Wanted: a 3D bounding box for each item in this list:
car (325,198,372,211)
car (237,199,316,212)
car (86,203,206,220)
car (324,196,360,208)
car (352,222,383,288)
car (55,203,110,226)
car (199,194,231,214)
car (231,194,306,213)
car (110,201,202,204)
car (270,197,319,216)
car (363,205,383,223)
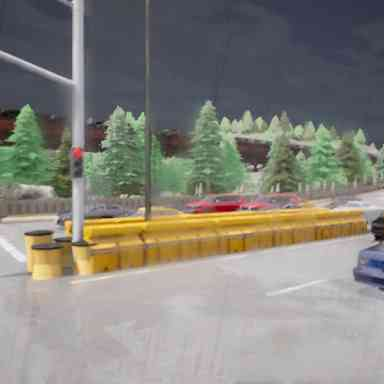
[{"bbox_3d":[12.815,1.454,26.004,4.674,1.442,1.812,-1,0,-35],"label":"car"},{"bbox_3d":[5.508,1.454,20.813,4.902,1.511,2.128,0,0,-35],"label":"car"},{"bbox_3d":[-2.005,1.461,15.426,5.008,1.535,1.882,0,0,-36],"label":"car"},{"bbox_3d":[14.212,1.413,31.273,4.181,1.385,1.994,-2,1,-36],"label":"car"},{"bbox_3d":[6.032,1.526,8.050,5.357,1.411,2.033,0,0,-36],"label":"car"},{"bbox_3d":[-6.073,1.474,21.155,4.902,1.511,2.128,0,0,-36],"label":"car"},{"bbox_3d":[1.968,1.182,26.875,5.566,2.045,2.150,0,0,-36],"label":"car"},{"bbox_3d":[5.989,1.177,25.444,5.566,2.045,2.150,0,0,-35],"label":"car"},{"bbox_3d":[-2.047,1.482,19.728,4.892,1.490,1.837,0,0,-36],"label":"car"},{"bbox_3d":[10.092,1.382,32.625,5.008,1.535,1.882,-1,1,-36],"label":"car"},{"bbox_3d":[10.147,1.467,15.290,4.892,1.490,1.837,0,0,-36],"label":"car"}]
